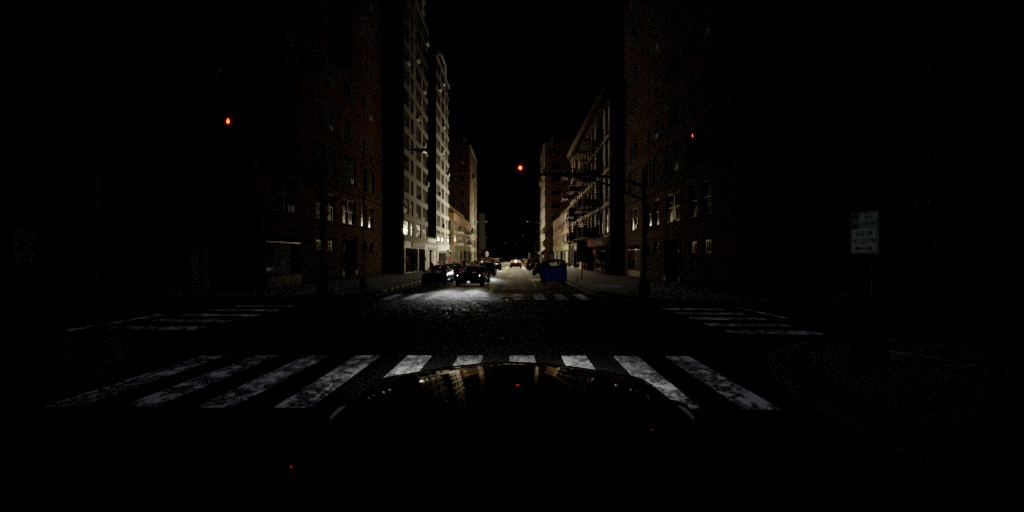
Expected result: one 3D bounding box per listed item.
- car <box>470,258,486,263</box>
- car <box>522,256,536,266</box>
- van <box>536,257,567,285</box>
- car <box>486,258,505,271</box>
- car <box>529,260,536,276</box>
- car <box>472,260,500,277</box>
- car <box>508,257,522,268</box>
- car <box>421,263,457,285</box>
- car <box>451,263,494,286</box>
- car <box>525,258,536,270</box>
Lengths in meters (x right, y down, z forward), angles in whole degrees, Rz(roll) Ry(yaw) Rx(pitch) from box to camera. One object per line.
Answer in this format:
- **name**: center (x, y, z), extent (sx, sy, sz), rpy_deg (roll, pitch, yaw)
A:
- **car**: center (-4.968, 1.259, 47.997), extent (1.751, 1.417, 4.829), rpy_deg (0, 0, 1)
- **car**: center (3.110, 1.043, 53.781), extent (2.192, 1.841, 5.009), rpy_deg (0, 0, 1)
- **van**: center (2.850, 1.084, 25.375), extent (1.690, 1.789, 3.998), rpy_deg (0, 0, 1)
- **car**: center (-2.400, 1.294, 49.236), extent (1.994, 1.385, 4.181), rpy_deg (0, 0, 1)
- **car**: center (2.954, 1.322, 36.736), extent (1.802, 1.307, 4.207), rpy_deg (0, 0, 1)
- **car**: center (-2.539, 1.341, 35.631), extent (1.895, 1.301, 4.718), rpy_deg (0, 0, 1)
- **car**: center (0.626, 1.324, 59.057), extent (1.895, 1.301, 4.718), rpy_deg (0, 0, 1)
- **car**: center (-5.175, 1.294, 25.440), extent (2.007, 1.370, 4.403), rpy_deg (0, 0, 1)
- **car**: center (-2.649, 1.344, 25.146), extent (1.895, 1.301, 4.718), rpy_deg (0, 0, 4)
- **car**: center (3.058, 1.315, 48.099), extent (1.802, 1.307, 4.207), rpy_deg (0, 0, 1)
